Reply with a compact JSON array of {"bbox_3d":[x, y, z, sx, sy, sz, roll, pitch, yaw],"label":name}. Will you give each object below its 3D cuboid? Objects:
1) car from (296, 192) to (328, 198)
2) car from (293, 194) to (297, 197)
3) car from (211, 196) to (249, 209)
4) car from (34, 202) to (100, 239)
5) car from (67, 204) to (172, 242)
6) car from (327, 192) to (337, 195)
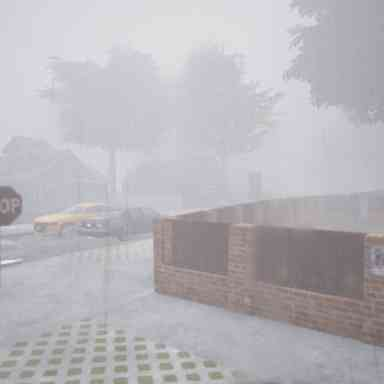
[{"bbox_3d":[14.715,1.019,40.569,1.895,1.301,4.718,0,1,35],"label":"car"},{"bbox_3d":[15.077,0.881,45.983,1.812,1.442,4.674,0,1,35],"label":"car"},{"bbox_3d":[3.528,1.147,29.603,1.837,1.490,4.892,0,1,35],"label":"car"},{"bbox_3d":[-5.401,1.320,16.854,1.882,1.535,5.008,0,1,36],"label":"car"},{"bbox_3d":[-2.762,1.373,15.616,2.033,1.411,5.357,0,1,35],"label":"car"},{"bbox_3d":[20.242,0.722,48.578,1.882,1.535,5.008,0,1,35],"label":"car"}]
